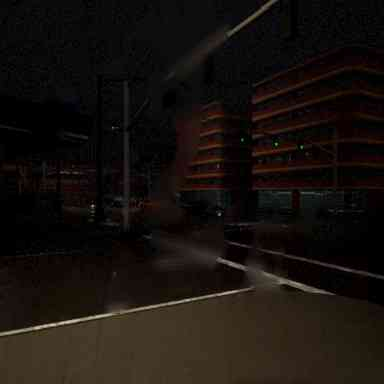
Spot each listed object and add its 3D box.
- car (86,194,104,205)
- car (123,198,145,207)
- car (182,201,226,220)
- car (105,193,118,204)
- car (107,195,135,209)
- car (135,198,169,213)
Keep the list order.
[{"bbox_3d":[-17.699,1.528,59.871,1.837,1.490,4.892,0,0,-30],"label":"car"},{"bbox_3d":[-9.172,1.601,52.470,1.895,1.301,4.718,0,0,-30],"label":"car"},{"bbox_3d":[0.897,1.491,28.056,2.128,1.511,4.902,0,0,-30],"label":"car"},{"bbox_3d":[-14.442,1.351,61.427,2.097,1.767,4.553,0,0,-30],"label":"car"},{"bbox_3d":[-9.671,1.492,46.037,2.128,1.511,4.902,0,0,-30],"label":"car"},{"bbox_3d":[-4.231,1.478,36.778,1.882,1.535,5.008,0,0,-30],"label":"car"}]
